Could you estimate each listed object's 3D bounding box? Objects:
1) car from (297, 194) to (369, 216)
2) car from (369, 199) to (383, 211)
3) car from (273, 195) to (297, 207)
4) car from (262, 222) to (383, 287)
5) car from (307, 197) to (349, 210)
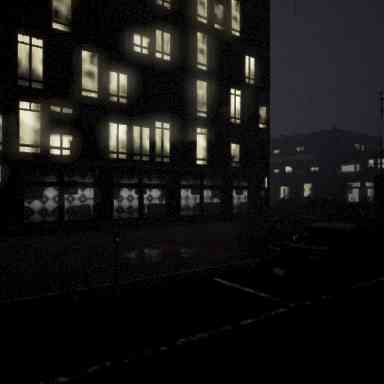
[{"bbox_3d":[12.396,1.101,29.475,2.192,1.841,5.009,1,0,-36],"label":"car"},{"bbox_3d":[19.144,1.372,34.436,1.887,1.381,4.507,1,0,-36],"label":"car"},{"bbox_3d":[12.578,1.130,43.376,1.967,1.590,4.097,1,0,-36],"label":"car"},{"bbox_3d":[3.873,1.565,9.317,4.313,1.339,1.947,0,0,-36],"label":"car"},{"bbox_3d":[15.860,1.340,38.905,1.802,1.307,4.206,1,0,-36],"label":"car"}]
